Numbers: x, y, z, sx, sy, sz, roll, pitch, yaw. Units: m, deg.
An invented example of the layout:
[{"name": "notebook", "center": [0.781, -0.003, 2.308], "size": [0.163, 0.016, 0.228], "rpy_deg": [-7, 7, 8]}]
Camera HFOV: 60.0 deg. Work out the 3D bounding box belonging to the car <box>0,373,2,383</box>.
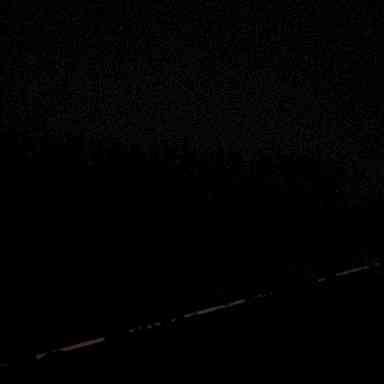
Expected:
[{"name": "car", "center": [-3.628, 1.516, 1.403], "size": [4.892, 1.490, 1.837], "rpy_deg": [0, 0, -35]}]
